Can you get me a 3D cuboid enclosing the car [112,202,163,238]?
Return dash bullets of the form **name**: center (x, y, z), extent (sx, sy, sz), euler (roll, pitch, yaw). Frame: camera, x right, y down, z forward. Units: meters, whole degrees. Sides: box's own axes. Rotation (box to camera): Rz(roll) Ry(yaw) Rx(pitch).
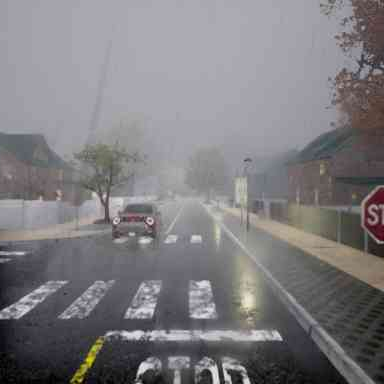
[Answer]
- **car**: center (-2.739, 1.352, 17.451), extent (2.097, 1.767, 4.553), euler (0, 0, 0)
